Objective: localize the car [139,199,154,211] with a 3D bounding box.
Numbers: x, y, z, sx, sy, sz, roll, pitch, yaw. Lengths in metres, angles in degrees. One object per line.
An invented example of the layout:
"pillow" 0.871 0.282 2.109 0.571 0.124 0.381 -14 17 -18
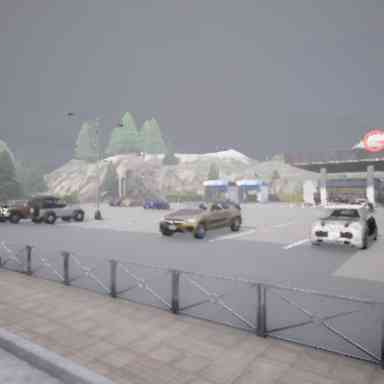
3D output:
"car" -4.504 1.613 42.567 1.845 1.501 3.633 -1 0 36

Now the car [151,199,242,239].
"car" 0.597 1.262 16.572 2.152 1.636 5.027 -1 0 36

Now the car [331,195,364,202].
"car" 13.288 1.200 28.860 1.932 1.855 4.605 -1 0 36

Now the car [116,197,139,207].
"car" -9.647 1.733 55.711 2.152 1.636 5.027 -1 0 36

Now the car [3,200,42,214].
"car" -20.656 1.767 40.636 1.970 1.475 3.806 -1 0 36

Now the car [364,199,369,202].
"car" 18.205 1.474 35.767 1.970 1.475 3.806 -1 0 36

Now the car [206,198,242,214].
"car" 3.587 1.507 36.704 2.007 1.523 4.514 -1 0 36

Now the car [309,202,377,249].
"car" 5.998 1.287 13.091 1.970 1.475 3.806 -1 0 36

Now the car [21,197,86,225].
"car" -9.794 1.294 24.037 1.905 1.878 3.866 -1 0 36

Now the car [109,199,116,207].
"car" -12.225 1.769 57.498 2.007 1.523 4.514 -1 0 36

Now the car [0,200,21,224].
"car" -12.395 1.339 25.397 1.932 1.855 4.605 -1 0 36
